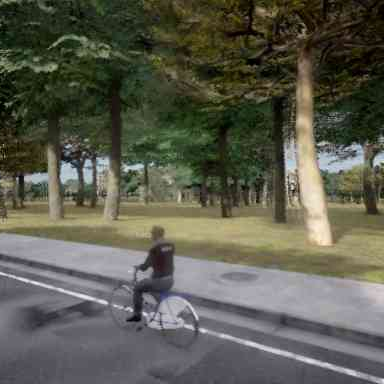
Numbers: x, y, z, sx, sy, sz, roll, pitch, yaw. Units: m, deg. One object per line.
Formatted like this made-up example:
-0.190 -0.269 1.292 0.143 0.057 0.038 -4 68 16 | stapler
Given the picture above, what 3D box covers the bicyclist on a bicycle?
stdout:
-0.678 1.388 5.142 1.843 1.776 0.659 0 0 36 | bicyclist on a bicycle
